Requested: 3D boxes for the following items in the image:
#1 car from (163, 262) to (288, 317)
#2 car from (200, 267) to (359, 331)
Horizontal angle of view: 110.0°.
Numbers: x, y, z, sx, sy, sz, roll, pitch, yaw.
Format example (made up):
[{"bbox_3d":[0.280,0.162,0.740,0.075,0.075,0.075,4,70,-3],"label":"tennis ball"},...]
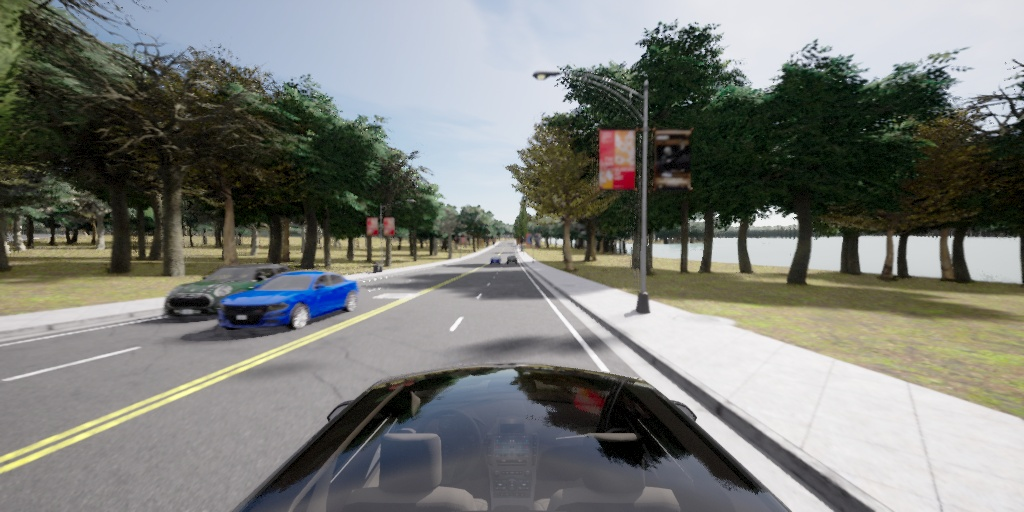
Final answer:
[{"bbox_3d":[-9.831,1.099,13.112,2.097,1.767,4.553,0,0,0],"label":"car"},{"bbox_3d":[-6.587,1.224,11.240,1.882,1.535,5.008,0,0,0],"label":"car"}]
